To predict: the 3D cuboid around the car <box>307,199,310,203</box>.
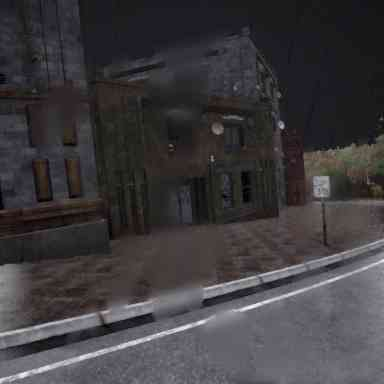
[{"bbox_3d":[25.728,2.094,76.623,1.994,1.385,4.181,-6,-1,-9],"label":"car"}]
